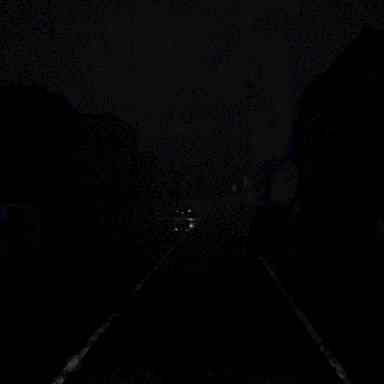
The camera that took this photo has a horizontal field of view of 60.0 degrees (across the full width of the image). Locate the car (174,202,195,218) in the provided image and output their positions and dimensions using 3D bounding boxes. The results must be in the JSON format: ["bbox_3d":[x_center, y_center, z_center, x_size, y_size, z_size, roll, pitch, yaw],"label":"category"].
[{"bbox_3d":[-0.726,1.860,35.253,1.837,1.490,4.892,0,-1,5],"label":"car"}]
